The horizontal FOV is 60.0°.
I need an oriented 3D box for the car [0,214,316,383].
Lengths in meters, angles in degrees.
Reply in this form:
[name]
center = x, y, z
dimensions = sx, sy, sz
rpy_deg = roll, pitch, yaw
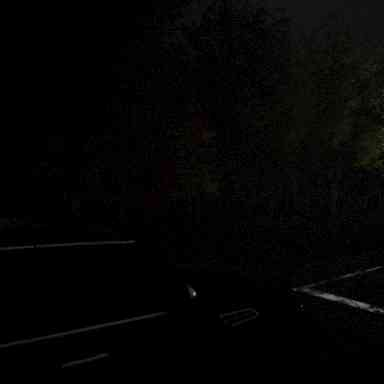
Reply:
[car]
center = -1.329, 1.223, 2.796
dimensions = 5.566, 2.045, 2.150
rpy_deg = 0, 0, -36
